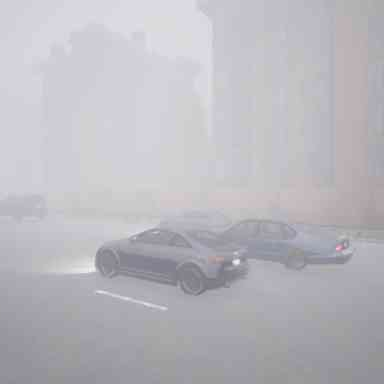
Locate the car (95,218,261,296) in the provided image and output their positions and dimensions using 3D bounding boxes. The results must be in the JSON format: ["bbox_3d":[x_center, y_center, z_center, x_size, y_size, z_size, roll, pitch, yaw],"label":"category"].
[{"bbox_3d":[-0.608,1.564,8.721,4.181,1.385,1.994,0,0,35],"label":"car"}]

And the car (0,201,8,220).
[{"bbox_3d":[-15.204,1.526,23.411,4.674,1.442,1.812,0,0,35],"label":"car"}]

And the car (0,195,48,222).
[{"bbox_3d":[-13.905,1.223,26.793,5.566,2.045,2.150,0,0,35],"label":"car"}]

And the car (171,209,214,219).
[{"bbox_3d":[0.281,1.563,16.684,4.181,1.385,1.994,0,0,35],"label":"car"}]

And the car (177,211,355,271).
[{"bbox_3d":[2.330,1.547,10.925,5.357,1.411,2.033,0,0,35],"label":"car"}]
